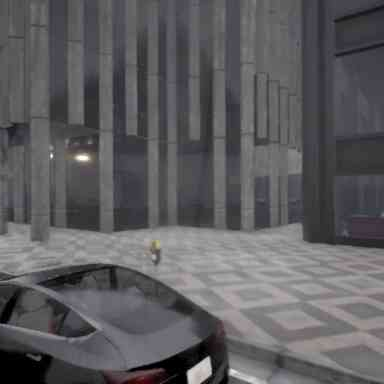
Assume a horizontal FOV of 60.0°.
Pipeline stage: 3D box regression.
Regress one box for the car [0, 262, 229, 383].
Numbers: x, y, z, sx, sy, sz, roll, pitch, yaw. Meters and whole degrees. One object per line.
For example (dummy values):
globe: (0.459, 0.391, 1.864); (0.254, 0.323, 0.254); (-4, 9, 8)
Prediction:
car: (-1.628, 1.556, 4.017); (4.313, 1.339, 1.947); (0, 0, 36)
